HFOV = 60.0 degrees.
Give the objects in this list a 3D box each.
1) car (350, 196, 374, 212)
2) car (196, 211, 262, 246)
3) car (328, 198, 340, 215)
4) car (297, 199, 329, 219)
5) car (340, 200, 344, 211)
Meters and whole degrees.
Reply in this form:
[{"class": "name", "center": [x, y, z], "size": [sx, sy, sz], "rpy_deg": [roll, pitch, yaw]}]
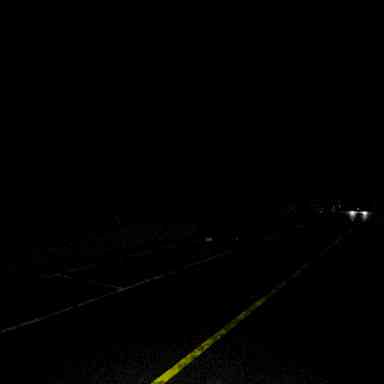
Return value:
[{"class": "car", "center": [20.121, 1.549, 39.715], "size": [2.033, 1.411, 5.357], "rpy_deg": [0, 0, 32]}, {"class": "car", "center": [1.844, 1.566, 15.392], "size": [1.947, 1.339, 4.313], "rpy_deg": [0, 0, 32]}, {"class": "car", "center": [13.526, 1.567, 34.153], "size": [1.947, 1.339, 4.313], "rpy_deg": [0, 0, 32]}, {"class": "car", "center": [10.605, 1.583, 29.463], "size": [1.802, 1.307, 4.206], "rpy_deg": [0, 0, 32]}, {"class": "car", "center": [16.446, 1.441, 38.843], "size": [1.967, 1.590, 4.097], "rpy_deg": [0, 0, 32]}]
